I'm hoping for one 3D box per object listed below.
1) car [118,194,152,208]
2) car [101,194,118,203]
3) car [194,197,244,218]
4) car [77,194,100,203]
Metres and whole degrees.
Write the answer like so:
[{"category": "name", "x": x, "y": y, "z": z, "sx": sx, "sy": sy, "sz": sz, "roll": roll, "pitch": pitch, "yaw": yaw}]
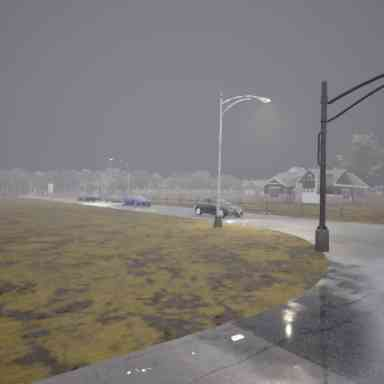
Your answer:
[{"category": "car", "x": -6.383, "y": 1.036, "z": 38.352, "sx": 1.882, "sy": 1.535, "sz": 5.008, "roll": 2, "pitch": -1, "yaw": -35}, {"category": "car", "x": -12.392, "y": 1.087, "z": 52.995, "sx": 1.994, "sy": 1.385, "sz": 4.181, "roll": 2, "pitch": -1, "yaw": -35}, {"category": "car", "x": 2.063, "y": 1.225, "z": 26.474, "sx": 1.837, "sy": 1.490, "sz": 4.892, "roll": 2, "pitch": 0, "yaw": -35}, {"category": "car", "x": -16.874, "y": 1.012, "z": 53.237, "sx": 1.895, "sy": 1.301, "sz": 4.718, "roll": 2, "pitch": -1, "yaw": -35}]
